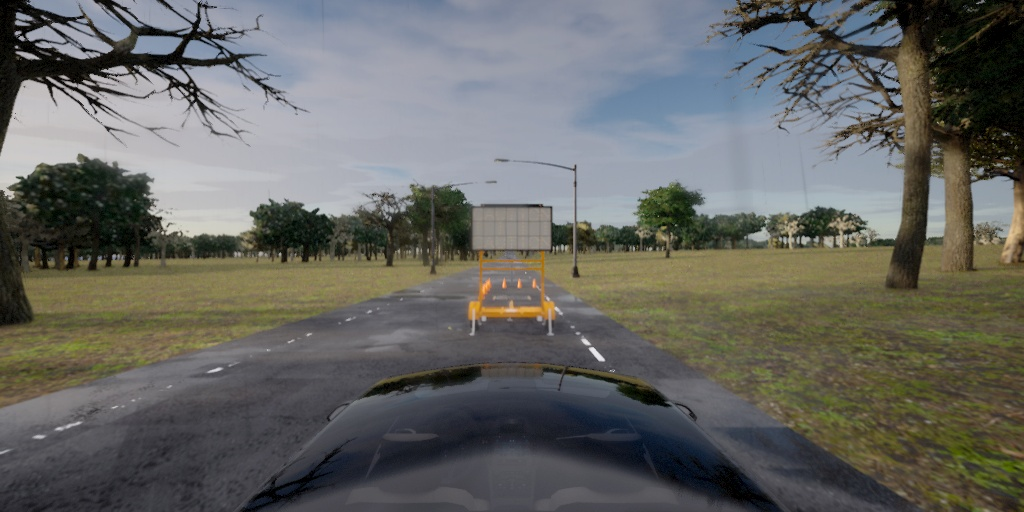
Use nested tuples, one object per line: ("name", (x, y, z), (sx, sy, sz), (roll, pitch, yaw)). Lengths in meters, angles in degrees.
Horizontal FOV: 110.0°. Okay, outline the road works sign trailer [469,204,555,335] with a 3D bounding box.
("road works sign trailer", (-0.004, 0.264, 10.659), (2.380, 3.560, 2.880), (0, 0, 0))
